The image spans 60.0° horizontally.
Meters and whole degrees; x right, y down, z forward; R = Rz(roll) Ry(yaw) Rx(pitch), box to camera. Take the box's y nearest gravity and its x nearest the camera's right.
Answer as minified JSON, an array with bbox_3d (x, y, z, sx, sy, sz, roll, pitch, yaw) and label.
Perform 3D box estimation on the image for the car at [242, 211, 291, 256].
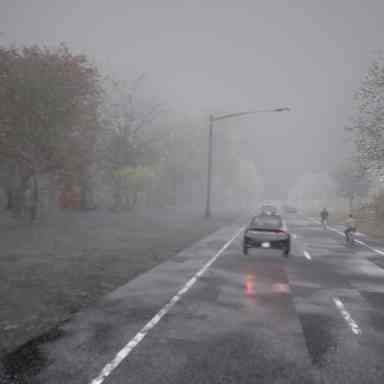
[{"bbox_3d":[3.335,1.823,14.834,2.128,1.511,4.902,2,-1,13],"label":"car"}]

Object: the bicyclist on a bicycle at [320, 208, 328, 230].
[{"bbox_3d":[10.642,2.140,26.823,0.659,1.776,1.843,2,-1,13],"label":"bicyclist on a bicycle"}]

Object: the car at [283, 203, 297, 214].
[{"bbox_3d":[16.925,2.994,57.323,1.994,1.385,4.181,2,-1,12],"label":"car"}]

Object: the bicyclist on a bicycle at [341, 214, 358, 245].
[{"bbox_3d":[8.511,2.002,17.886,0.866,1.612,1.509,2,-1,14],"label":"bicyclist on a bicycle"}]

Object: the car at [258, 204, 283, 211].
[{"bbox_3d":[7.597,2.095,32.942,2.097,1.767,4.553,2,-1,13],"label":"car"}]

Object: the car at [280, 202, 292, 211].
[{"bbox_3d":[20.061,3.096,71.090,2.097,1.767,4.553,2,-1,13],"label":"car"}]
